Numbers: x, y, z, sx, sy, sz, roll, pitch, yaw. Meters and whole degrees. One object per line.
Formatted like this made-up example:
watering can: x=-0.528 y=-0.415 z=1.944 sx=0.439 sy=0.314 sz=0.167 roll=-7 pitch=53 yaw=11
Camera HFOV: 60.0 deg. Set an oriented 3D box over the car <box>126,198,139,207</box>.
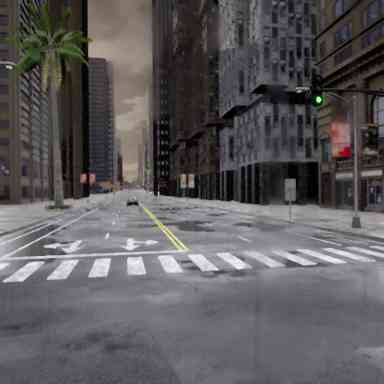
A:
car: x=-9.301 y=1.642 z=51.962 sx=1.895 sy=1.301 sz=4.718 roll=-1 pitch=0 yaw=-11
